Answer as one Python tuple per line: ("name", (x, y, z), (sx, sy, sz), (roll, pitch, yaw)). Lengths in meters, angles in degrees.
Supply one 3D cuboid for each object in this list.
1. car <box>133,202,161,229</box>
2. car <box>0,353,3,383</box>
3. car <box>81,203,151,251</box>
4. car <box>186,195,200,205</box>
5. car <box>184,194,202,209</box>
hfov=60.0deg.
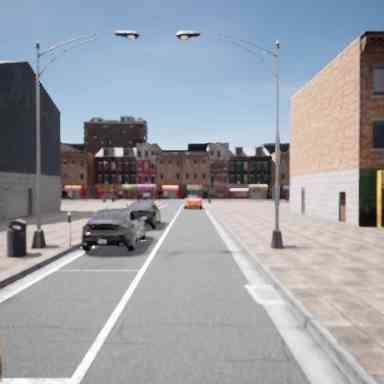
("car", (-3.000, 1.331, 20.582), (1.882, 1.535, 5.008), (0, 0, 0))
("car", (-2.643, 1.516, 1.124), (1.752, 1.417, 4.829), (0, 0, 0))
("car", (-3.010, 1.405, 13.581), (1.837, 1.490, 4.892), (0, 0, 0))
("car", (0.141, 1.186, 50.517), (1.812, 1.442, 4.674), (0, 0, 4))
("car", (0.110, 1.079, 40.362), (2.097, 1.767, 4.553), (0, 1, -2))
